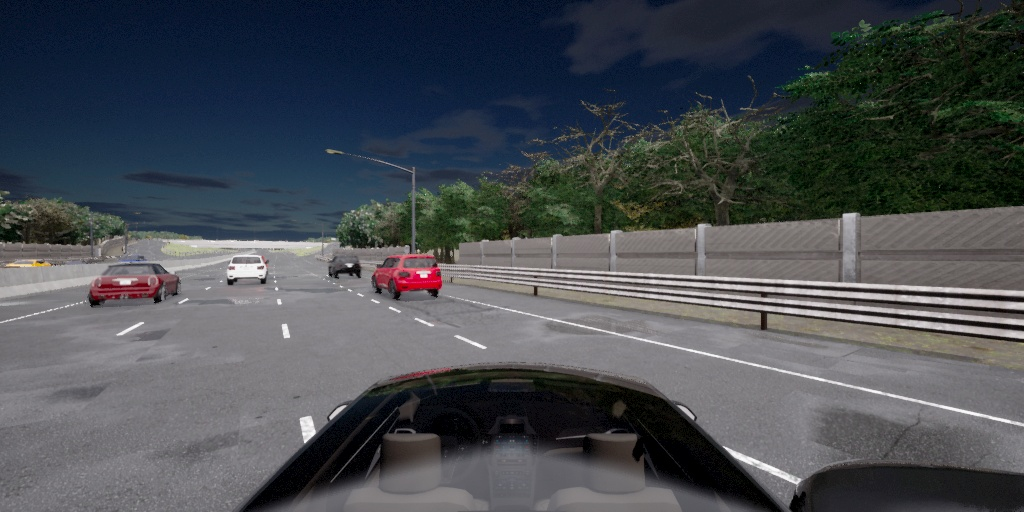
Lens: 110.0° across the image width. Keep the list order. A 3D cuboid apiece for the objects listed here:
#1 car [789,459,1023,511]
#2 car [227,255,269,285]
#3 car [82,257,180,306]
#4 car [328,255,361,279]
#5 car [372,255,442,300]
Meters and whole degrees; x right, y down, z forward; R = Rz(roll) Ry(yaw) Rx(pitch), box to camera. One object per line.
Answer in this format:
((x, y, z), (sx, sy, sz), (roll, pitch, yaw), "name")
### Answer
((2.984, 1.315, 0.521), (4.181, 1.385, 1.994), (0, 0, 34), "car")
((-19.289, 0.957, 26.244), (2.150, 2.045, 5.566), (0, 0, -34), "car")
((-16.695, 1.095, 16.127), (2.097, 1.767, 4.553), (0, 0, -34), "car")
((-15.555, 0.956, 33.236), (2.150, 2.045, 5.566), (0, 0, -34), "car")
((-5.440, 0.969, 18.221), (2.150, 2.045, 5.566), (0, 0, -34), "car")
